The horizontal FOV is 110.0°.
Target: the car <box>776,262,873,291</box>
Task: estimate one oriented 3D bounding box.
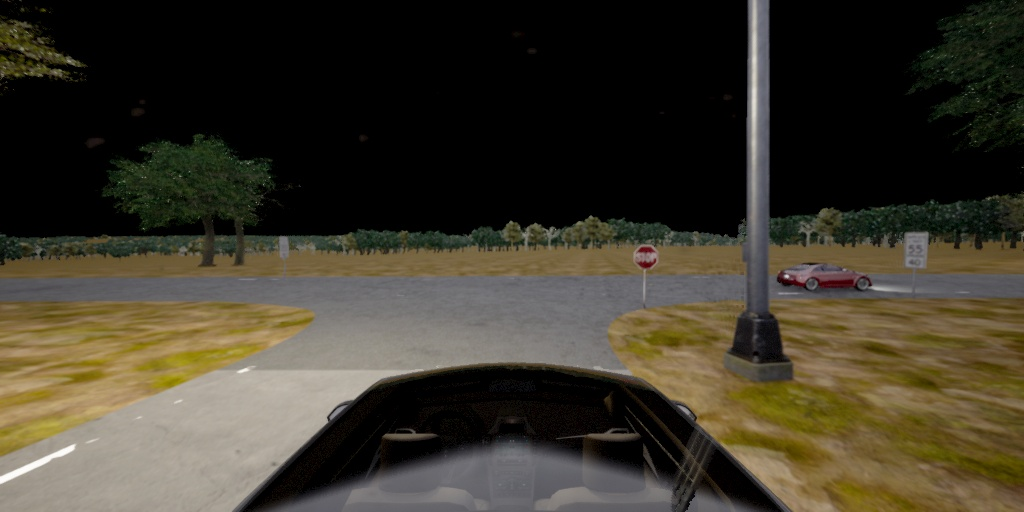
[{"bbox_3d":[16.873,1.058,19.460,4.181,1.385,1.994,0,3,-1],"label":"car"}]
